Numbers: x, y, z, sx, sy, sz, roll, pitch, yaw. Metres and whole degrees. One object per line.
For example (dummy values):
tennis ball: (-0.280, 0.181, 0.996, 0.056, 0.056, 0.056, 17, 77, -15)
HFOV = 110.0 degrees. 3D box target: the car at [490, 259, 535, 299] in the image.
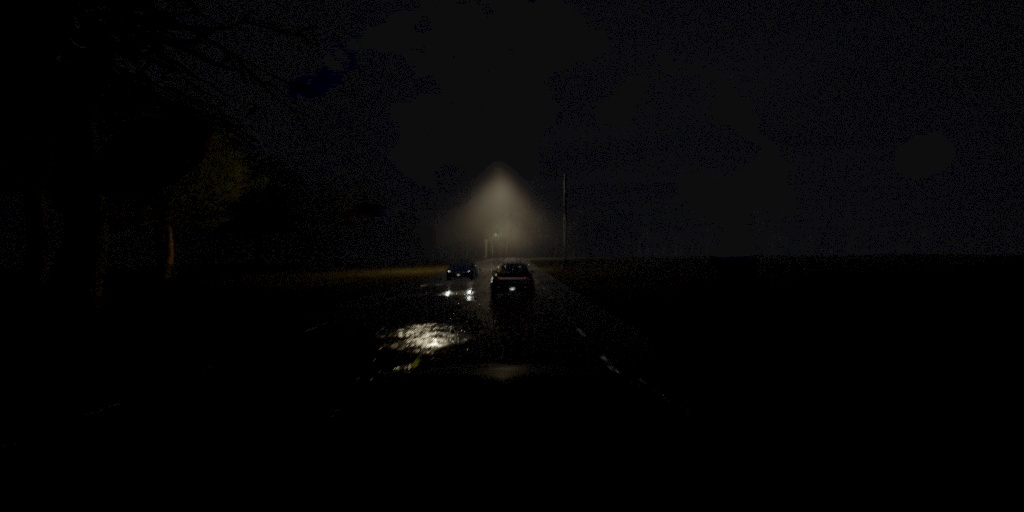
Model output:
car: (0.034, 1.072, 16.750, 2.128, 1.511, 4.902, 0, 1, 1)

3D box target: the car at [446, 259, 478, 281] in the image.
car: (-3.539, 0.953, 26.161, 1.812, 1.442, 4.674, 0, 1, 1)
